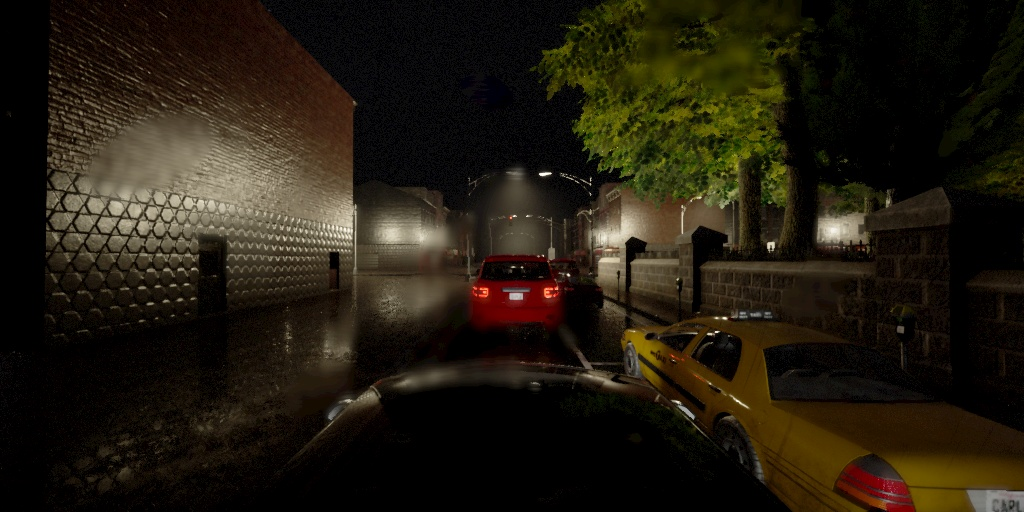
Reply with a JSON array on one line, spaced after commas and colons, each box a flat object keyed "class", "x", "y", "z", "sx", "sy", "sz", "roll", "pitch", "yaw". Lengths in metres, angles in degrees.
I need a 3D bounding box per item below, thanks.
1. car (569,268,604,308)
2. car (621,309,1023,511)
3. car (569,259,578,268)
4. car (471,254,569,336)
[{"class": "car", "x": 2.633, "y": 1.339, "z": 14.928, "sx": 1.802, "sy": 1.307, "sz": 4.207, "roll": 0, "pitch": 0, "yaw": 0}, {"class": "car", "x": 2.637, "y": 1.276, "z": 4.200, "sx": 1.751, "sy": 1.417, "sz": 4.829, "roll": 0, "pitch": 0, "yaw": 0}, {"class": "car", "x": 2.631, "y": 1.078, "z": 20.377, "sx": 2.192, "sy": 1.841, "sz": 5.009, "roll": 0, "pitch": 0, "yaw": 0}, {"class": "car", "x": 0.096, "y": 0.975, "z": 10.515, "sx": 2.150, "sy": 2.045, "sz": 5.566, "roll": 0, "pitch": 0, "yaw": 0}]
